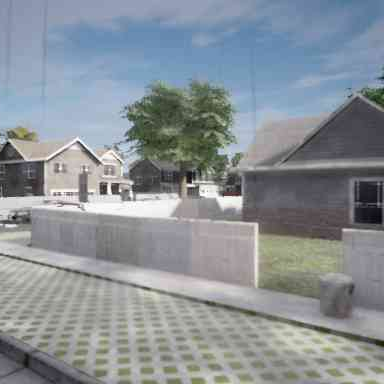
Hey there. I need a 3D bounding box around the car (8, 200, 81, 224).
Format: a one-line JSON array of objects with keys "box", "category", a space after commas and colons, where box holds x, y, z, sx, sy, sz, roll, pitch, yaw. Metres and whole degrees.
[{"box": [-10.060, 1.313, 23.053, 2.128, 1.511, 4.902, 0, 1, 34], "category": "car"}]

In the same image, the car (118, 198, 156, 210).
[{"box": [-4.522, 1.289, 31.285, 2.033, 1.411, 5.357, 0, 1, 34], "category": "car"}]

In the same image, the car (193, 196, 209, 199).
[{"box": [1.088, 1.222, 39.595, 1.994, 1.385, 4.181, 0, 1, 34], "category": "car"}]

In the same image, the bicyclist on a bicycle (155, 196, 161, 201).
[{"box": [-2.397, 1.121, 23.943, 1.656, 1.620, 0.582, 0, 0, 34], "category": "bicyclist on a bicycle"}]
